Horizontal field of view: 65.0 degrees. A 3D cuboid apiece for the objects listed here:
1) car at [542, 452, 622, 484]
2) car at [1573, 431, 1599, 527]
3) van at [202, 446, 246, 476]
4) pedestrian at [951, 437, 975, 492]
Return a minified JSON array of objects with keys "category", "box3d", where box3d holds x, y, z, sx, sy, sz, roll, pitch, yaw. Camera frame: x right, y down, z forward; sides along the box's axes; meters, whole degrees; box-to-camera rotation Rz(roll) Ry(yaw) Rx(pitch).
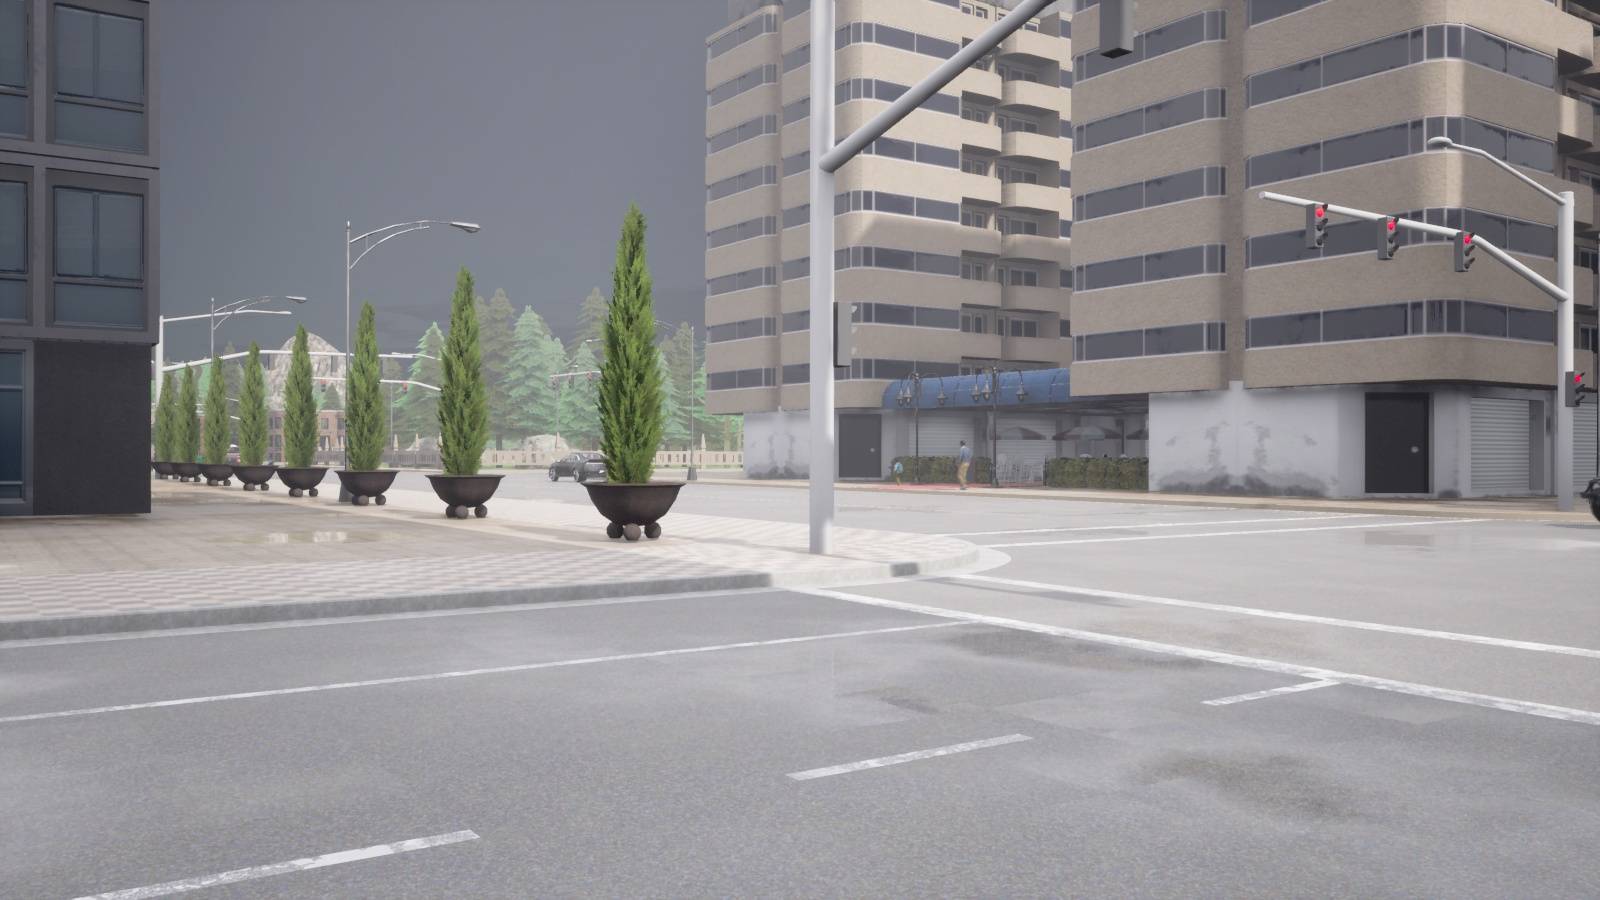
[{"category":"car","box3d":[-11.100,0.880,63.618,2.128,1.511,4.902,0,0,-34]},{"category":"car","box3d":[17.829,0.564,24.917,3.866,1.878,1.905,0,0,16]},{"category":"van","box3d":[-40.309,0.769,87.841,2.069,2.038,4.480,0,0,-34]},{"category":"pedestrian","box3d":[5.835,0.501,44.971,0.423,1.949,0.788,0,0,-36]}]
